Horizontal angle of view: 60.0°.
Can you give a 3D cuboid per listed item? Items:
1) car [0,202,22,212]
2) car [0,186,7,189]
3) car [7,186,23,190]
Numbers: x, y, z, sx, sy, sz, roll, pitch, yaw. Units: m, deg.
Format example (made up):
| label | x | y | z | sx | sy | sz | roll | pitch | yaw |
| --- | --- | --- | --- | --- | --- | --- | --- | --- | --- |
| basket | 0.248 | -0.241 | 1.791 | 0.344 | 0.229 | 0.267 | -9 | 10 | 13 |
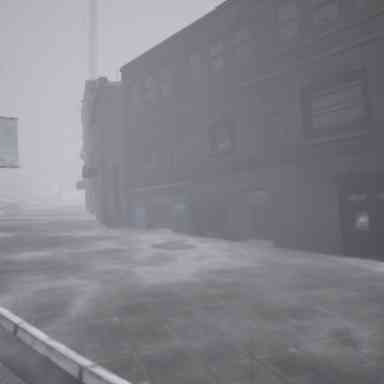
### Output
| label | x | y | z | sx | sy | sz | roll | pitch | yaw |
| --- | --- | --- | --- | --- | --- | --- | --- | --- | --- |
| car | -27.186 | 2.172 | 48.948 | 2.033 | 1.411 | 5.357 | -4 | -1 | 2 |
| car | -45.825 | -1.017 | 76.309 | 2.163 | 1.488 | 4.792 | -4 | -3 | 12 |
| car | -44.724 | -0.809 | 81.713 | 2.002 | 1.452 | 4.674 | -4 | -3 | 11 |
